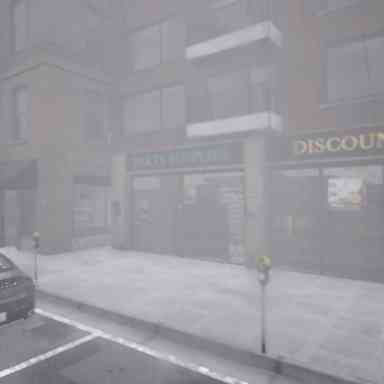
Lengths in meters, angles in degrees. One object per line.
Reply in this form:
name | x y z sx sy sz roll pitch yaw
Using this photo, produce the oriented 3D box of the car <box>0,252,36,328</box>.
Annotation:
car | -4.604 1.633 6.107 4.403 1.369 2.008 -1 0 36
